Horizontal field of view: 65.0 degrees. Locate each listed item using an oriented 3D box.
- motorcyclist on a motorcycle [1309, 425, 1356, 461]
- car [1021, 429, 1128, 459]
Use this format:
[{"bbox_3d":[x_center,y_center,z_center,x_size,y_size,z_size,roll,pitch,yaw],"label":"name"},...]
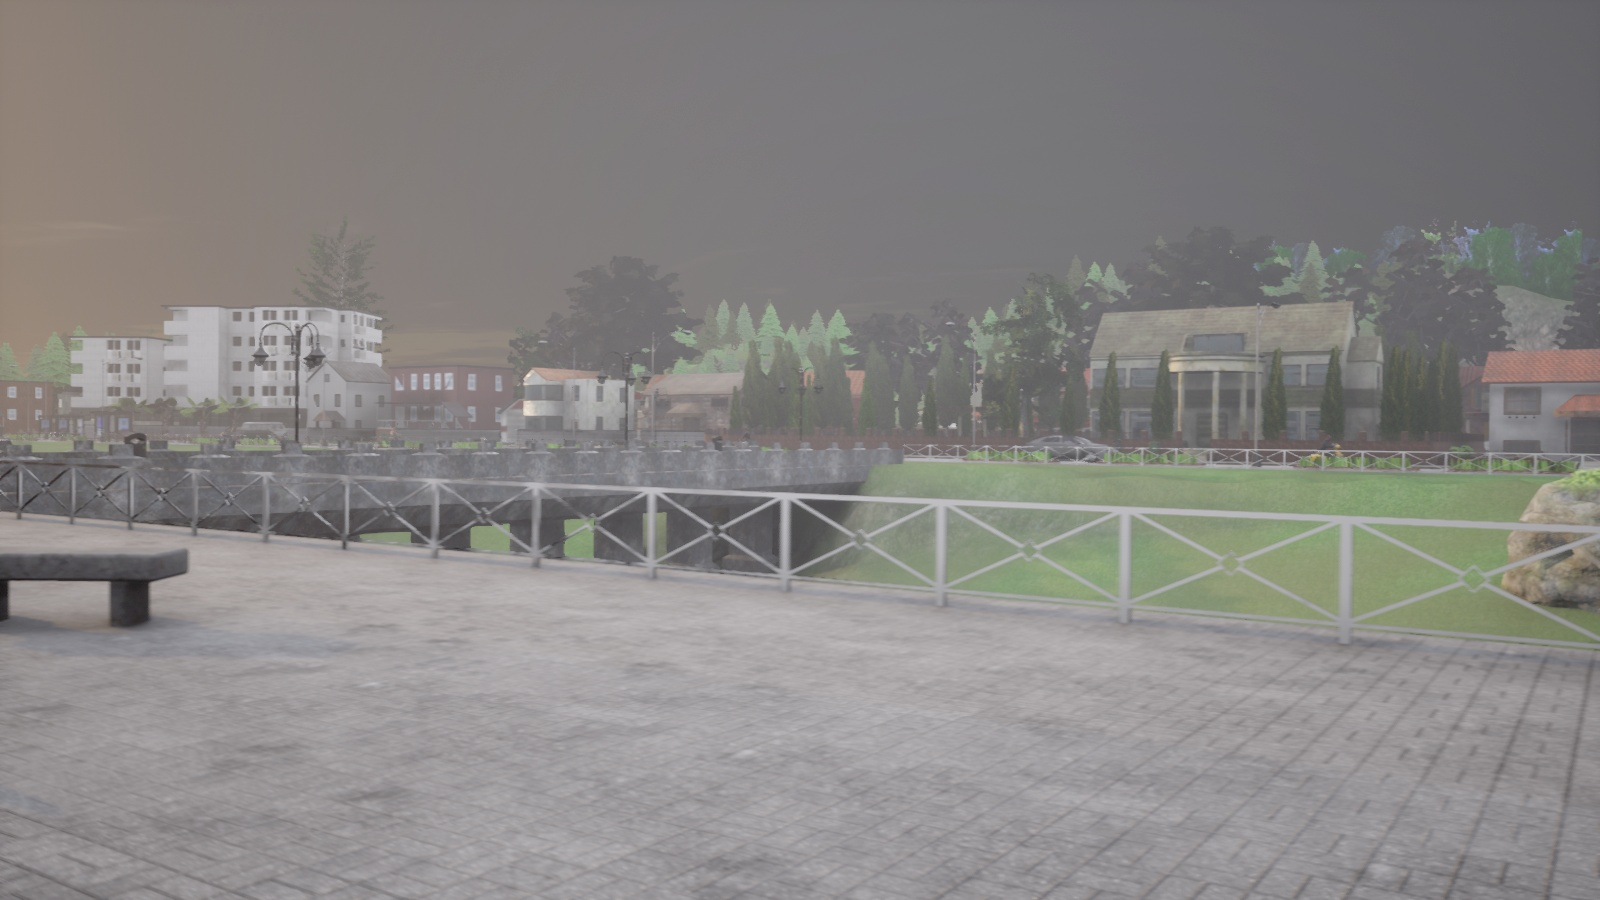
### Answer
[{"bbox_3d":[24.298,-0.318,57.309,1.817,1.590,0.866,0,1,34],"label":"motorcyclist on a motorcycle"},{"bbox_3d":[14.003,-0.315,64.152,4.902,1.511,2.128,0,1,34],"label":"car"}]
